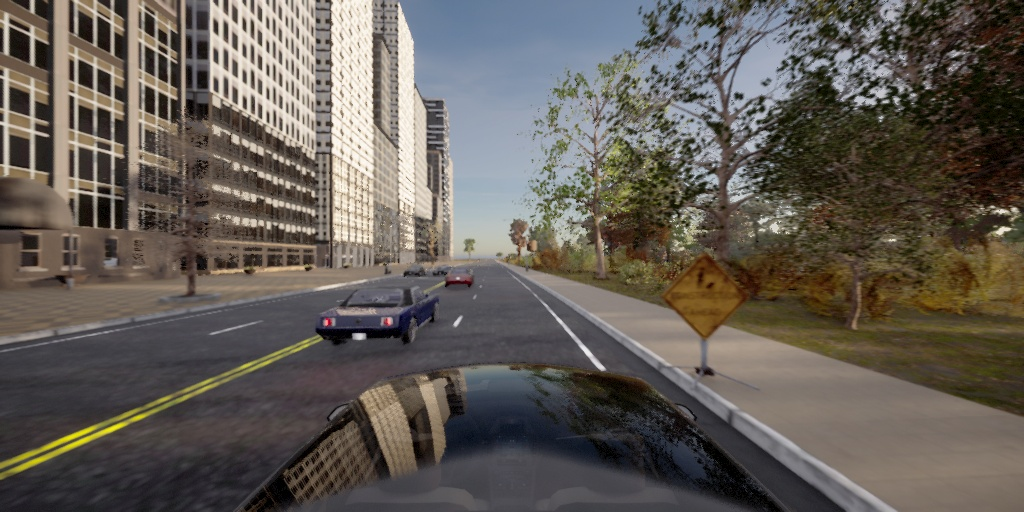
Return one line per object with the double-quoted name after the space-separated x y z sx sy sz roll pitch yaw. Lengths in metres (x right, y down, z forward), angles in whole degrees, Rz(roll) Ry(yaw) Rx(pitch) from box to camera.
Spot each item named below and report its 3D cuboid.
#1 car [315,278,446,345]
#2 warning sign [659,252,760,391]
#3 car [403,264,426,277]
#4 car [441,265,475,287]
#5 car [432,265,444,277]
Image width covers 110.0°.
-3.265 1.442 9.836 1.895 1.301 4.718 0 0 -1 "car"
2.850 0.875 5.316 1.300 1.860 1.060 0 0 -1 "warning sign"
-11.342 1.673 41.949 1.837 1.490 4.892 0 -1 -3 "car"
-3.895 1.555 27.295 1.994 1.385 4.181 0 0 -3 "car"
-8.091 1.707 42.007 1.994 1.385 4.181 0 0 -3 "car"
